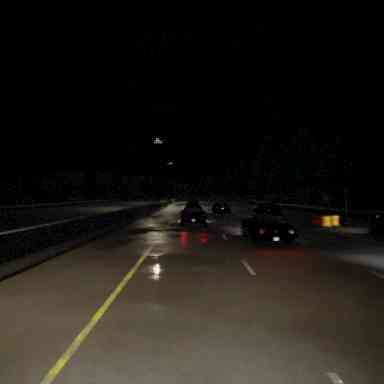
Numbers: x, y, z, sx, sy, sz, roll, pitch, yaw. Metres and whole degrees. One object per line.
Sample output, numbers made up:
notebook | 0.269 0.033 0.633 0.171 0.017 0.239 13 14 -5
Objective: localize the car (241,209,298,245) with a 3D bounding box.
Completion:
car | 3.599 1.747 16.425 1.895 1.301 4.718 0 0 0

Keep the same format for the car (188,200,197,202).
car | 0.096 1.934 48.581 1.837 1.490 4.892 0 0 0

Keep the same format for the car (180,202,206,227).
car | 0.100 1.745 24.858 1.812 1.442 4.674 0 0 0

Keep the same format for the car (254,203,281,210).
car | 7.099 1.784 31.415 1.837 1.490 4.892 0 0 0

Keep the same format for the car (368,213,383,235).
car | 10.811 1.630 17.078 1.882 1.535 5.008 -1 -1 7

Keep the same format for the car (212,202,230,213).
car | 3.598 1.928 41.273 1.994 1.385 4.181 0 0 0
